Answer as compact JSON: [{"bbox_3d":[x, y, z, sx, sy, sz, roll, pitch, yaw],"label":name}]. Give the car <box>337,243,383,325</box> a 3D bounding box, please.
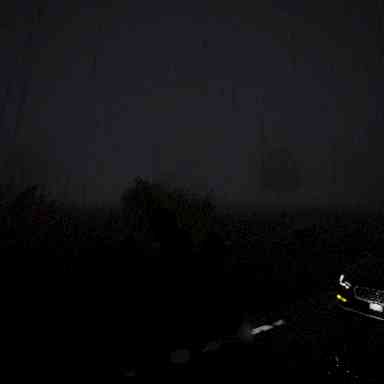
[{"bbox_3d":[4.775,1.499,6.474,4.892,1.490,1.837,0,0,-36],"label":"car"}]
